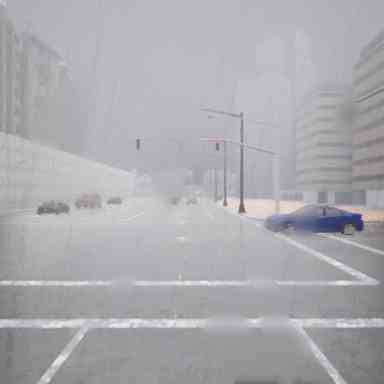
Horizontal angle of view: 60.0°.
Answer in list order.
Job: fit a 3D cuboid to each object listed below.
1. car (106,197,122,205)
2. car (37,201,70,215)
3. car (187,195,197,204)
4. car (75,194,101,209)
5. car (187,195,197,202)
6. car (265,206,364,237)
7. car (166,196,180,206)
[{"bbox_3d":[-14.057,1.578,60.599,2.033,1.411,5.357,0,0,0],"label":"car"},{"bbox_3d":[-14.107,1.581,34.010,1.994,1.385,4.181,0,0,0],"label":"car"},{"bbox_3d":[-0.024,1.509,63.259,1.882,1.535,5.008,0,0,0],"label":"car"},{"bbox_3d":[-14.101,1.246,45.540,2.150,2.045,5.566,0,0,0],"label":"car"},{"bbox_3d":[-0.027,1.464,73.677,2.033,1.411,5.357,0,0,0],"label":"car"},{"bbox_3d":[6.437,1.486,17.668,5.008,1.535,1.882,0,0,-3],"label":"car"},{"bbox_3d":[-3.435,1.554,56.705,1.812,1.442,4.674,0,0,0],"label":"car"}]
